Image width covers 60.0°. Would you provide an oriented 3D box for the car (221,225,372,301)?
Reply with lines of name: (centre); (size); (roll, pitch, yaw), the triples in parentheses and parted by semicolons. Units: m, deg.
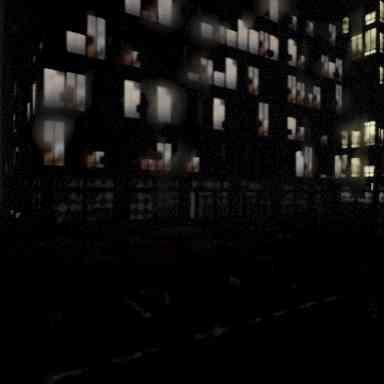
car: (2.736, 1.534, 8.256); (4.313, 1.339, 1.947); (0, 1, -33)
